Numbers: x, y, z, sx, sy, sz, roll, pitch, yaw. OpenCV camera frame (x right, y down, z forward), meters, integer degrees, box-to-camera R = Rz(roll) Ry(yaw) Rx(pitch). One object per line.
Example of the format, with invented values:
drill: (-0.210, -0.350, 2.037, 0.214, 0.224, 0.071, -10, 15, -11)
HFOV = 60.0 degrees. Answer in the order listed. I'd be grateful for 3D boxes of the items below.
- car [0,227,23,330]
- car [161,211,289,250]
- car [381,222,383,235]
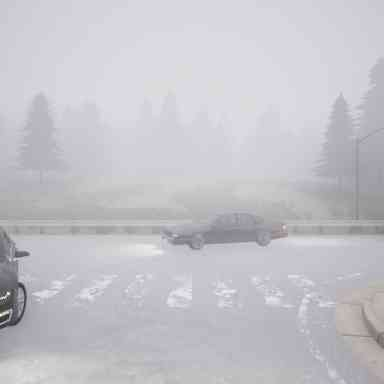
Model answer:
car: (-4.457, 1.505, 6.560, 1.837, 1.490, 4.892, 0, 0, -28)
car: (1.459, 1.547, 14.201, 5.357, 1.411, 2.033, 0, 0, -20)
car: (11.238, 1.492, 15.079, 4.902, 1.511, 2.128, 0, 0, 0)
